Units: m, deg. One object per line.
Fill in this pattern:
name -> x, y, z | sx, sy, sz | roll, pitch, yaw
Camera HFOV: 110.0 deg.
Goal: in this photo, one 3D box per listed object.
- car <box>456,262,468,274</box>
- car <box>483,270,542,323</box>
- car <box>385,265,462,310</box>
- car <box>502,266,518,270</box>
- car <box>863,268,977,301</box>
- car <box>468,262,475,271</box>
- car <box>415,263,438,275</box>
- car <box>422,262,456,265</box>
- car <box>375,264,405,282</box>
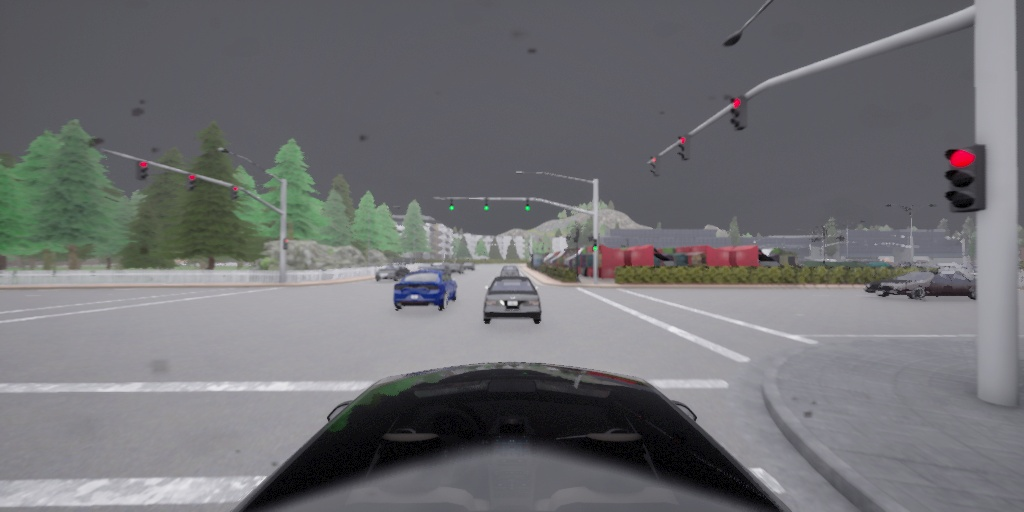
car -> -7.501, 1.688, 47.882 | 1.837, 1.490, 4.892 | 0, 0, 0
car -> -0.007, 1.400, 12.622 | 2.033, 1.411, 5.357 | 0, 0, -1
car -> -3.532, 1.343, 15.370 | 1.882, 1.535, 5.008 | 0, -1, -1
car -> -0.206, 1.626, 34.663 | 2.033, 1.411, 5.357 | 0, -1, -1
car -> 21.303, 1.484, 18.260 | 5.357, 1.411, 2.033 | 0, -1, -1
car -> -7.573, 1.810, 62.733 | 1.882, 1.535, 5.008 | 0, 0, 0
car -> -10.992, 1.681, 46.283 | 1.812, 1.442, 4.674 | 0, 0, 0
car -> -7.413, 1.621, 36.776 | 2.033, 1.411, 5.357 | 0, -1, 0
car -> -10.886, 1.511, 32.886 | 2.128, 1.511, 4.902 | 0, 0, 2
